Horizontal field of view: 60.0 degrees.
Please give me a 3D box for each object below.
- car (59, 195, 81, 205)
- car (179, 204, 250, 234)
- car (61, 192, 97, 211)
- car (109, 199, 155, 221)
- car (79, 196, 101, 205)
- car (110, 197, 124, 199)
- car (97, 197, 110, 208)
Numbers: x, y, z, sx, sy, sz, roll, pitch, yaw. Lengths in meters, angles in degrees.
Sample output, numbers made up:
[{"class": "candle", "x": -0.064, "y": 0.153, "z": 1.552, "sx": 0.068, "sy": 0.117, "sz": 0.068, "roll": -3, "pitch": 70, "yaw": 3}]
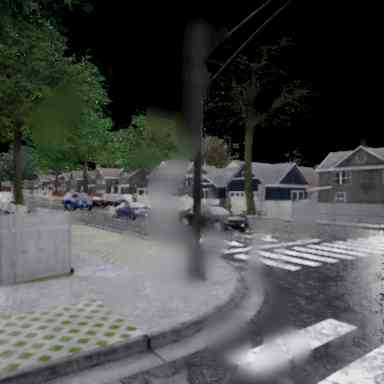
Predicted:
[{"class": "car", "x": -19.525, "y": 1.222, "z": 53.129, "sx": 1.837, "sy": 1.490, "sz": 4.892, "roll": 1, "pitch": 0, "yaw": -37}, {"class": "car", "x": 1.208, "y": 1.509, "z": 19.654, "sx": 1.882, "sy": 1.535, "sz": 5.008, "roll": 1, "pitch": -1, "yaw": -37}, {"class": "car", "x": -13.663, "y": 1.092, "z": 39.699, "sx": 2.150, "sy": 2.045, "sz": 5.566, "roll": 1, "pitch": 0, "yaw": -35}, {"class": "car", "x": -4.900, "y": 1.543, "z": 27.860, "sx": 1.812, "sy": 1.442, "sz": 4.674, "roll": 1, "pitch": 0, "yaw": -36}, {"class": "car", "x": -16.938, "y": 1.365, "z": 55.093, "sx": 1.895, "sy": 1.301, "sz": 4.718, "roll": 1, "pitch": 0, "yaw": -37}, {"class": "car", "x": -10.764, "y": 1.415, "z": 46.879, "sx": 1.837, "sy": 1.490, "sz": 4.892, "roll": 1, "pitch": 0, "yaw": -36}, {"class": "car", "x": -13.300, "y": 1.341, "z": 44.837, "sx": 1.882, "sy": 1.535, "sz": 5.008, "roll": 1, "pitch": 0, "yaw": -36}]
